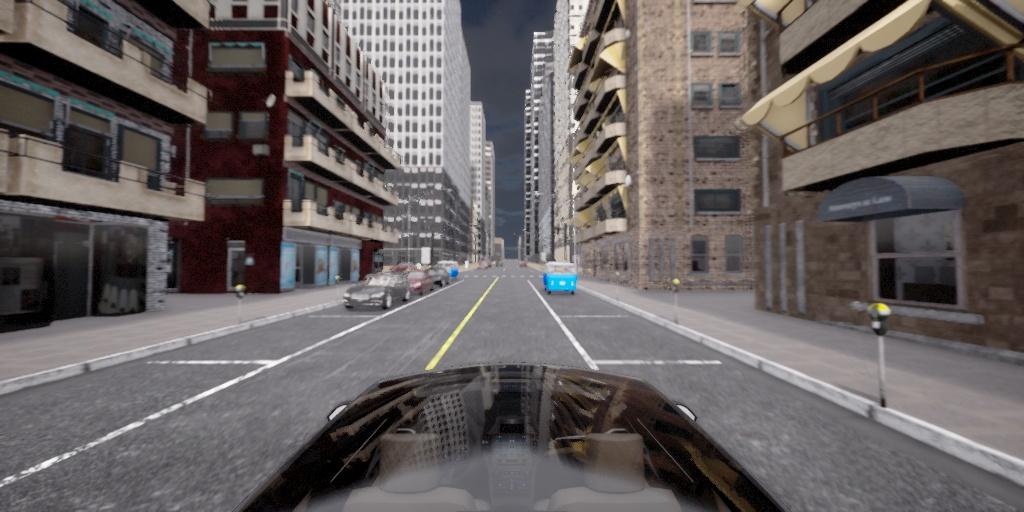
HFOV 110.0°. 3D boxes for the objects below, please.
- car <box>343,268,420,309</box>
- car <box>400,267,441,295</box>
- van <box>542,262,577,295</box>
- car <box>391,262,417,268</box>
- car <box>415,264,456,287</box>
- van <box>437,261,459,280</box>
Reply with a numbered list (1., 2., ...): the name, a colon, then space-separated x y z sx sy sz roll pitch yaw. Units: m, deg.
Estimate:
1. car: -5.658 1.418 15.473 2.007 1.370 4.403 0 0 0
2. car: -5.659 1.497 21.013 1.802 1.307 4.207 0 0 0
3. van: 2.689 1.257 21.067 1.690 1.789 3.998 0 0 0
4. car: -16.500 1.700 54.720 4.097 1.591 1.967 0 0 0
5. car: -5.660 1.529 26.553 1.948 1.339 4.313 0 0 0
6. van: -5.831 1.351 32.094 1.690 1.789 3.998 0 0 0
